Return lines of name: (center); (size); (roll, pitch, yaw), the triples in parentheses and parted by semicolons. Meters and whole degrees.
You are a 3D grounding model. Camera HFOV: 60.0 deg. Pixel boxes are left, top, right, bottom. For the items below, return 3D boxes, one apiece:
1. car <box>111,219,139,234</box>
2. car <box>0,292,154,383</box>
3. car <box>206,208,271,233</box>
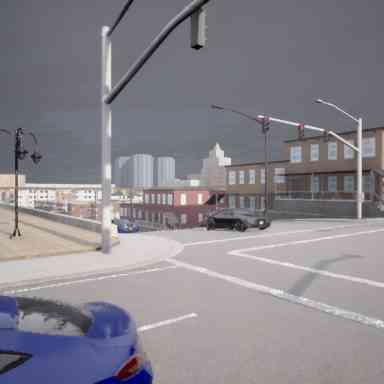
car: (-7.525, 3.788, 34.352); (2.150, 2.045, 5.566); (0, -12, -36)
car: (-2.492, 1.526, 2.112); (4.674, 1.442, 1.812); (0, 0, -35)
car: (2.740, 1.694, 20.463); (1.994, 1.385, 4.181); (0, -4, -37)
